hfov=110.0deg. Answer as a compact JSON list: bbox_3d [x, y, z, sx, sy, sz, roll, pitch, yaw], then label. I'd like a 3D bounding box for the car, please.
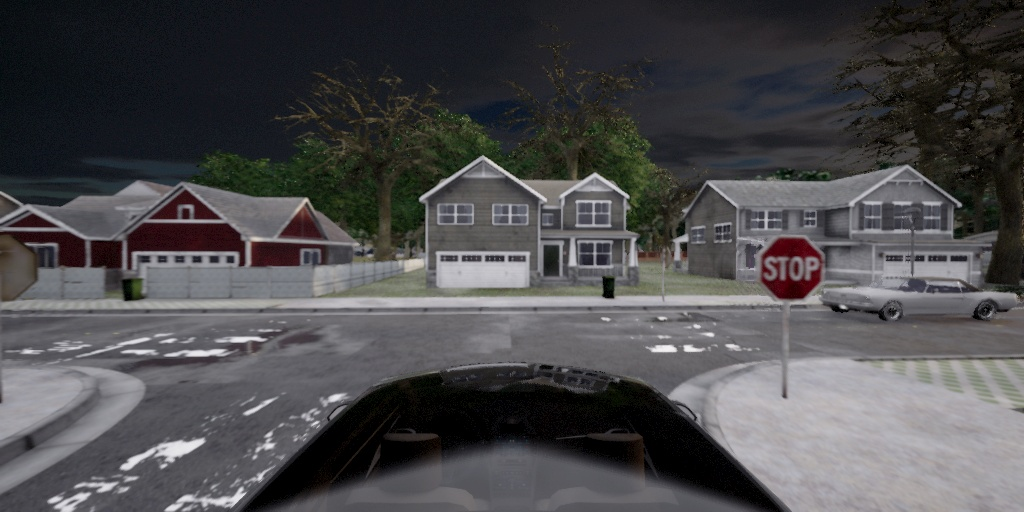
[{"bbox_3d":[12.929,1.331,11.669,4.718,1.301,1.895,0,1,-1],"label":"car"}]
